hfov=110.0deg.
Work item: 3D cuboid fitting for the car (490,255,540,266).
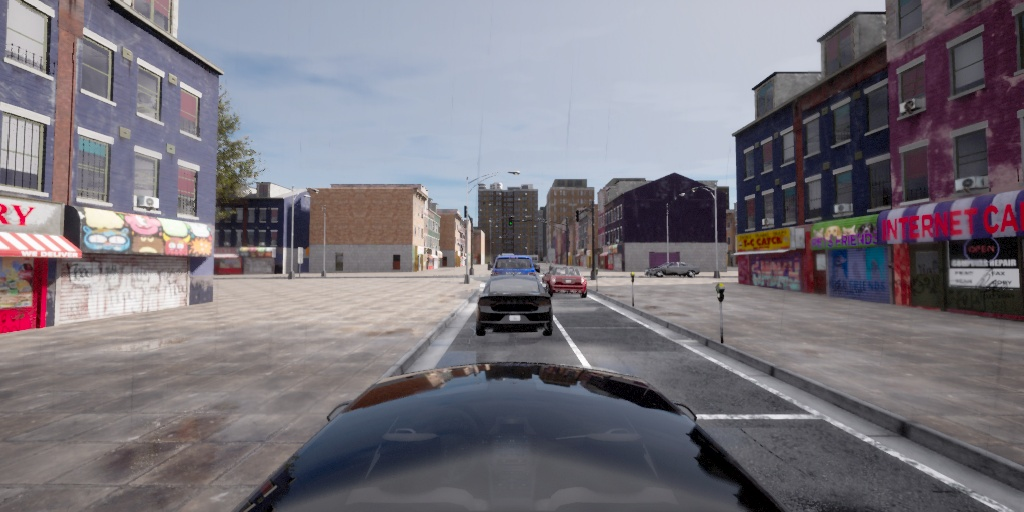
[{"bbox_3d":[0.067,0.993,18.001,2.150,2.045,5.566,0,0,0],"label":"car"}]

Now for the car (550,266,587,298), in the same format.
[{"bbox_3d":[2.615,1.211,18.689,1.967,1.591,4.097,0,0,0],"label":"car"}]

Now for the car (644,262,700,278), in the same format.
[{"bbox_3d":[14.948,1.316,33.534,4.902,1.511,2.128,0,-2,0],"label":"car"}]

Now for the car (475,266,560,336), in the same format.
[{"bbox_3d":[0.036,1.235,10.469,1.882,1.535,5.008,0,0,-1],"label":"car"}]
